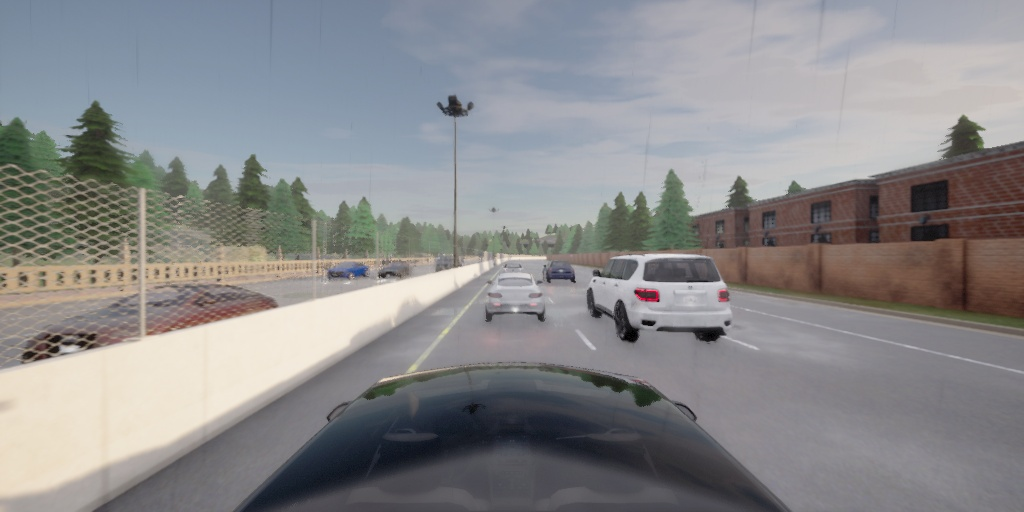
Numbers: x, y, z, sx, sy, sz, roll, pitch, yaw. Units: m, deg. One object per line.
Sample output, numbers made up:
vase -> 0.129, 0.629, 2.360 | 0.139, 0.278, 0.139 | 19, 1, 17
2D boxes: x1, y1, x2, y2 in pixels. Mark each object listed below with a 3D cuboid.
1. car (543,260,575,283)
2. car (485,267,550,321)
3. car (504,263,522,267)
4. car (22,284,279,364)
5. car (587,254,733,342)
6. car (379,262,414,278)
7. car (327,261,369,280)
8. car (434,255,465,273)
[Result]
car -> 3.591, 1.100, 28.177 | 2.097, 1.767, 4.553 | 0, 0, 0
car -> 0.096, 1.275, 12.402 | 1.812, 1.442, 4.674 | 0, 0, 0
car -> 0.089, 1.348, 33.875 | 1.895, 1.301, 4.718 | 0, 0, 0
car -> -7.102, 1.313, 7.744 | 1.994, 1.385, 4.181 | 0, 0, 0
car -> 3.611, 0.971, 9.885 | 2.150, 2.045, 5.566 | 0, 0, 0
car -> -10.609, 1.294, 33.464 | 2.033, 1.411, 5.357 | 0, 0, 0
car -> -14.104, 1.225, 31.095 | 1.882, 1.535, 5.008 | 0, 0, 0
car -> -7.087, 0.964, 40.475 | 2.150, 2.045, 5.566 | 0, 1, 0
